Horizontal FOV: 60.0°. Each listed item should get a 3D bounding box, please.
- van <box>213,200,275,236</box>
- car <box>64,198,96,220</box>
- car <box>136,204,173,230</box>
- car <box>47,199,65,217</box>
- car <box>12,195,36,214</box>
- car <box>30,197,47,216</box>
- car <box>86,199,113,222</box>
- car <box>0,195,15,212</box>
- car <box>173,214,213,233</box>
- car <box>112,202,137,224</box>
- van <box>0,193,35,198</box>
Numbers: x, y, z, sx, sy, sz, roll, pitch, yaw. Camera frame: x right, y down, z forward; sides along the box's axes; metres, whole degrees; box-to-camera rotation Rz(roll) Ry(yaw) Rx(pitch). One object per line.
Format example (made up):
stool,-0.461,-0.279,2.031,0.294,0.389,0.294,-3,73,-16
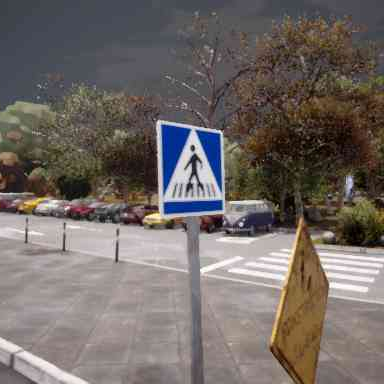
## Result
van,3.425,1.507,20.167,1.878,1.987,4.442,1,1,35
car,-7.812,1.516,28.310,2.097,1.535,5.008,1,1,35
car,-1.141,1.643,23.330,1.946,1.575,5.366,1,1,35
car,-10.057,1.348,29.938,2.185,1.767,4.553,1,1,35
car,-14.603,1.389,33.127,2.097,1.535,5.008,1,1,35
car,-12.340,1.472,31.521,2.002,1.452,4.674,1,1,35
car,-5.557,1.561,26.692,2.231,1.521,4.892,1,1,35
car,-16.865,1.388,34.738,2.002,1.452,4.674,1,1,35
car,1.247,1.719,21.896,2.163,1.488,4.792,1,1,35
car,-3.277,1.632,25.113,2.163,1.488,4.792,1,1,35
van,-19.054,1.080,36.441,1.878,1.987,4.442,1,1,35
